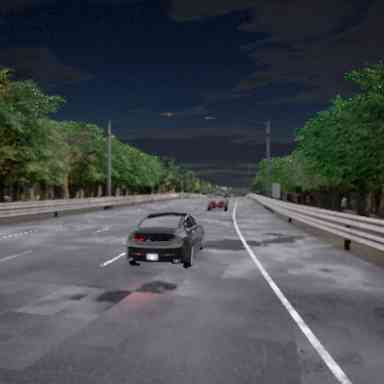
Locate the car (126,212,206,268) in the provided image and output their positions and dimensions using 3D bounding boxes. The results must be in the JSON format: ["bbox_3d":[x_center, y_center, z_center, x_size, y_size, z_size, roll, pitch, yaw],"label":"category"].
[{"bbox_3d":[-0.697,1.430,11.089,1.837,1.490,4.892,0,0,8],"label":"car"}]

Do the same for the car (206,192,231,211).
[{"bbox_3d":[2.968,1.109,37.090,2.097,1.767,4.553,0,0,8],"label":"car"}]
